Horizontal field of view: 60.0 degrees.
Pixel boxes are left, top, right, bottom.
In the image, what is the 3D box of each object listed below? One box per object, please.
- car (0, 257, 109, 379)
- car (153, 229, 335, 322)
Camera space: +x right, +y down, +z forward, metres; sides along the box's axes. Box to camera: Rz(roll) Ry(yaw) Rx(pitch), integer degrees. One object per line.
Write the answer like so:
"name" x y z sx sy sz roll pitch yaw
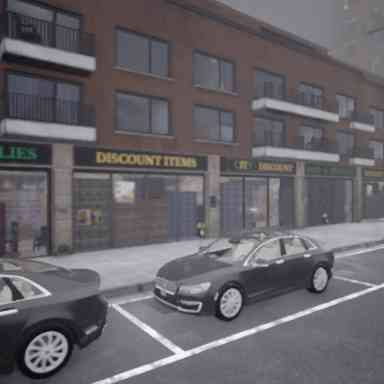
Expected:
"car" -3.212 1.552 3.898 4.403 1.369 2.008 0 0 -35
"car" 1.284 1.522 7.098 4.403 1.369 2.008 0 0 -35
